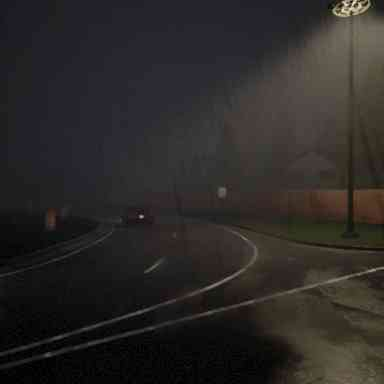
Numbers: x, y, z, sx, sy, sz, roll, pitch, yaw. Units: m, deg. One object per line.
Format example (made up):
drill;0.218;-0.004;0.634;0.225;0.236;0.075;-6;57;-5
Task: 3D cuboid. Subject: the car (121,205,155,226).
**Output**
car;-3.994;1.640;24.268;1.994;1.385;4.181;1;0;-17
